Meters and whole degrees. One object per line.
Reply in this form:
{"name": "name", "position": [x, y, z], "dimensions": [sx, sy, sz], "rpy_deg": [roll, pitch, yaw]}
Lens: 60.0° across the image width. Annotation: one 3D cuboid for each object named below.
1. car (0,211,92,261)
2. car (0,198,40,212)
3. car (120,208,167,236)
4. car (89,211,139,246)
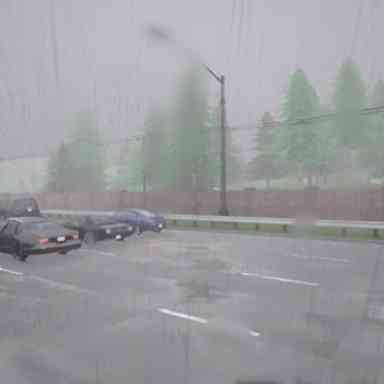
{"name": "car", "position": [-6.513, 1.679, 12.829], "dimensions": [5.357, 1.411, 2.033], "rpy_deg": [-1, 0, 36]}
{"name": "car", "position": [-14.710, 1.513, 27.281], "dimensions": [5.566, 2.045, 2.150], "rpy_deg": [0, 0, 36]}
{"name": "car", "position": [-3.565, 1.671, 19.341], "dimensions": [4.674, 1.442, 1.812], "rpy_deg": [0, 0, 36]}
{"name": "car", "position": [-5.082, 1.740, 16.116], "dimensions": [4.718, 1.301, 1.895], "rpy_deg": [-1, 0, 36]}
